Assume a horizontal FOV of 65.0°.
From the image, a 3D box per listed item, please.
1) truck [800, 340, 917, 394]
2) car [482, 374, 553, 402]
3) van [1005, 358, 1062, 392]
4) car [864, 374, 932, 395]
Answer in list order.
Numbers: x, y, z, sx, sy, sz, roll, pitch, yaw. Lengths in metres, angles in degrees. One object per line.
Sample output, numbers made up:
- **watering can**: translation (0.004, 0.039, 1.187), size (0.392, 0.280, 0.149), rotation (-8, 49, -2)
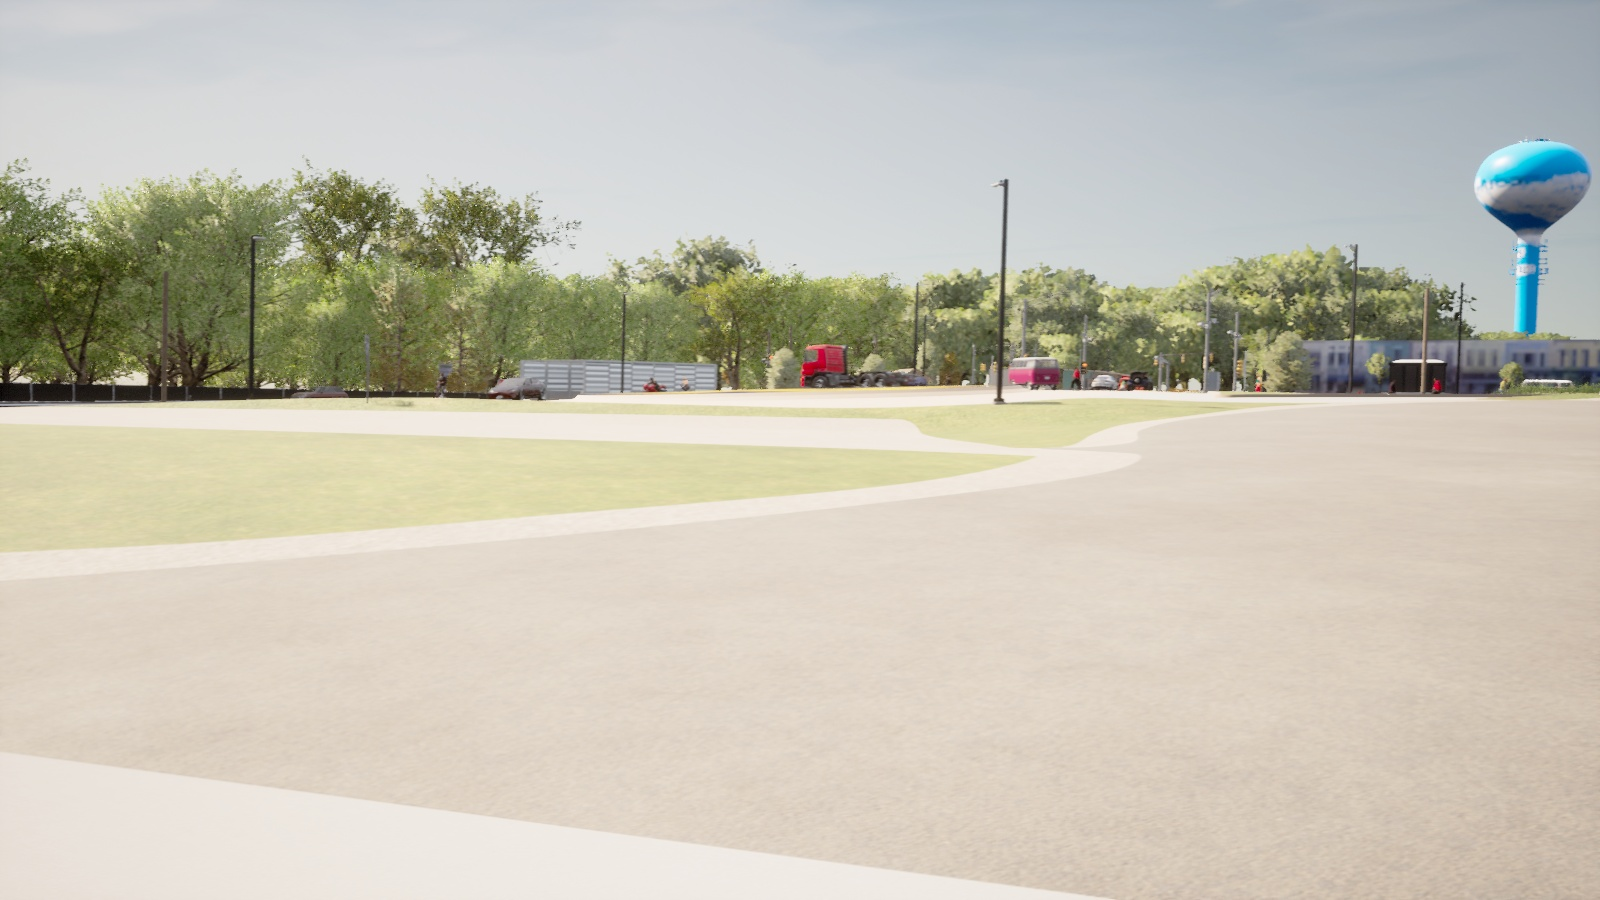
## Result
- **truck**: translation (4.043, -5.770, 88.356), size (7.936, 3.462, 2.891), rotation (1, 1, 35)
- **car**: translation (-16.688, -3.693, 74.467), size (2.163, 1.488, 4.792), rotation (-2, 3, 13)
- **van**: translation (14.187, -4.528, 76.483), size (1.775, 1.987, 4.442), rotation (0, 3, -13)
- **car**: translation (7.522, -5.065, 96.313), size (4.792, 1.488, 2.163), rotation (-2, 5, -24)
